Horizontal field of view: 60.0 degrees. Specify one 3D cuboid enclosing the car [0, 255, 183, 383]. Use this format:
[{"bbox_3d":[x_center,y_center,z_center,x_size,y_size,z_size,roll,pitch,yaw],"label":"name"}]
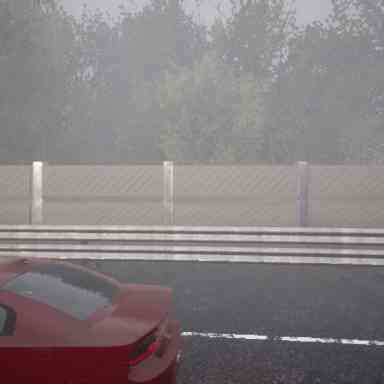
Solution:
[{"bbox_3d":[-2.614,1.474,3.561,5.008,1.535,1.882,0,0,4],"label":"car"}]
